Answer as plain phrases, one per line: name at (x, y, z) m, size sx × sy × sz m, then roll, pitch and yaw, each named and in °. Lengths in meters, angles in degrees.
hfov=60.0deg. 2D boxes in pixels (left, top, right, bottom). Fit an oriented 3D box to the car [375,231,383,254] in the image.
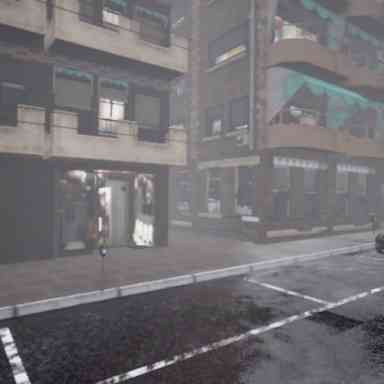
car at (8.577, 1.596, 12.369) m, size 4.313 × 1.339 × 1.947 m, roll 0°, pitch 1°, yaw -35°
